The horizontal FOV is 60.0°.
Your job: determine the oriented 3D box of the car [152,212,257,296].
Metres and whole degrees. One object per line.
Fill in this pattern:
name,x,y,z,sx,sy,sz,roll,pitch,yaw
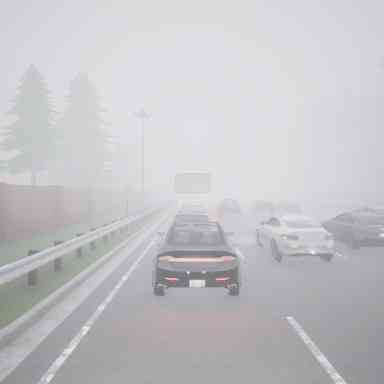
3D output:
car,0.096,1.491,8.627,2.128,1.511,4.902,0,0,0

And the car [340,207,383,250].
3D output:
car,7.093,1.565,14.327,1.994,1.385,4.181,0,0,0

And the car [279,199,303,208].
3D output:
car,10.578,1.526,36.356,1.812,1.442,4.674,0,0,0

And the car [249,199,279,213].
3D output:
car,7.085,1.502,33.998,1.837,1.490,4.892,0,-1,0

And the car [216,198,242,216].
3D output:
car,3.585,1.353,32.875,2.097,1.767,4.553,0,0,0

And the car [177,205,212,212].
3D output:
car,0.102,1.474,19.052,1.882,1.535,5.008,0,0,4

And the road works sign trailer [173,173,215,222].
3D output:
road works sign trailer,0.060,0.464,22.972,2.380,3.560,2.880,0,0,-2

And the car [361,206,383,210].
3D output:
car,10.590,1.547,19.343,2.033,1.411,5.357,0,0,0

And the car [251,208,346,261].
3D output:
car,3.593,1.526,12.189,1.812,1.442,4.674,0,0,0
